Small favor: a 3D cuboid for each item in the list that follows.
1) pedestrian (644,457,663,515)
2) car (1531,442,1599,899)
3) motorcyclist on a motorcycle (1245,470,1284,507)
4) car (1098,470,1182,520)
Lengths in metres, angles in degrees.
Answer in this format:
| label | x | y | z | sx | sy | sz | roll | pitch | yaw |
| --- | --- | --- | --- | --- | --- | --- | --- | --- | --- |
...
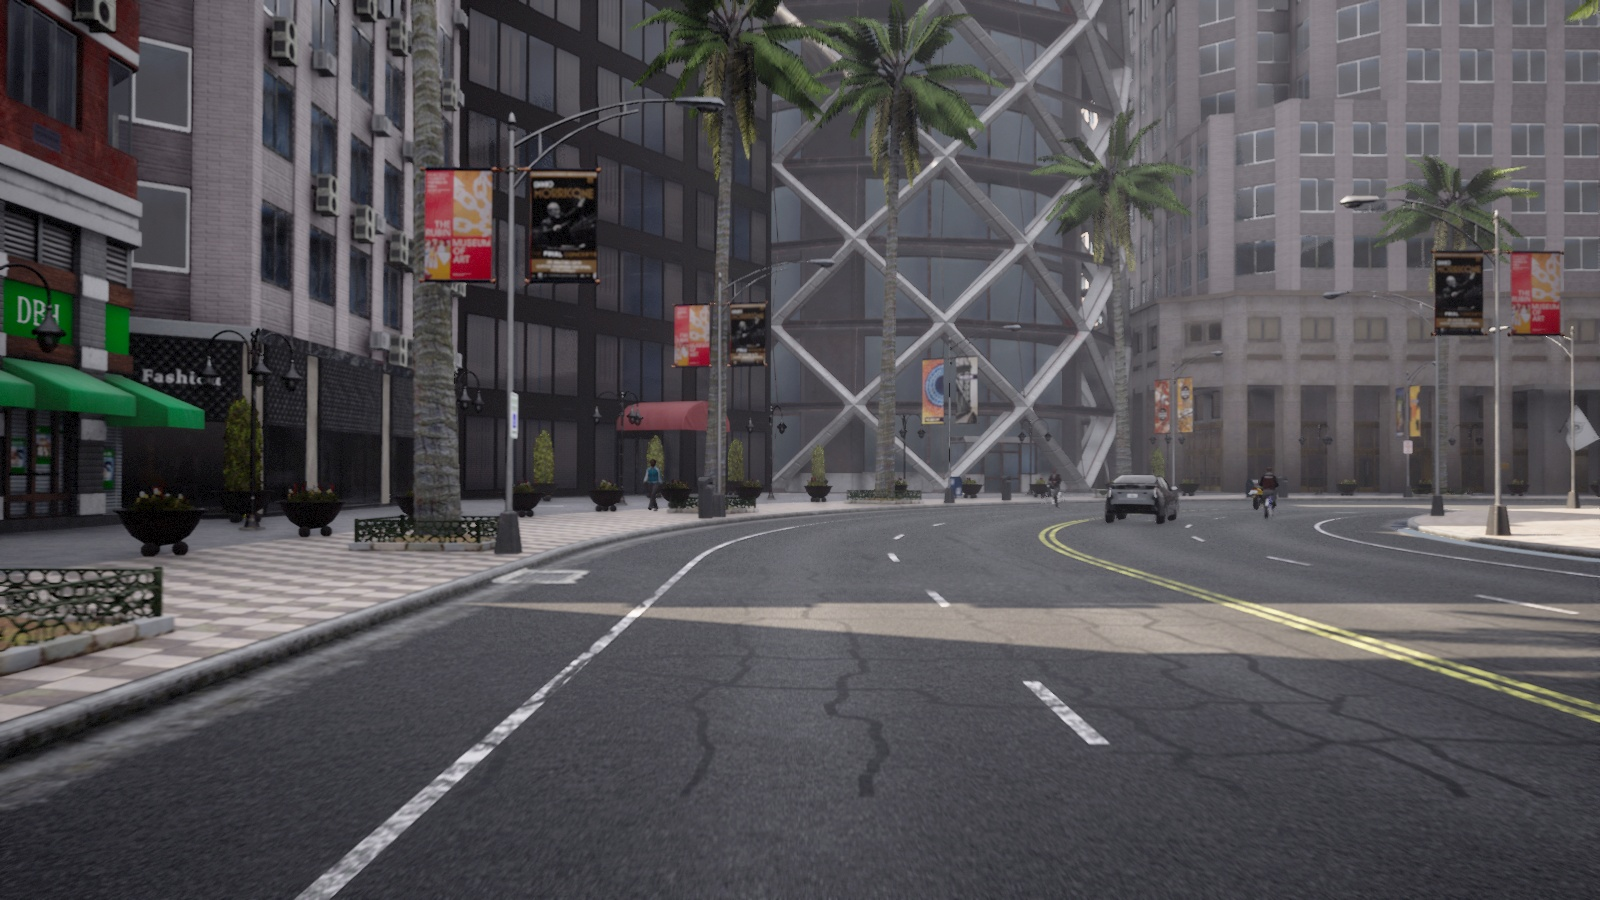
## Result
| label | x | y | z | sx | sy | sz | roll | pitch | yaw |
| --- | --- | --- | --- | --- | --- | --- | --- | --- | --- |
| pedestrian | -4.963 | 1.209 | 42.520 | 0.396 | 1.930 | 0.692 | 0 | -1 | 14 |
| car | 3.495 | 0.761 | 1.806 | 2.033 | 1.649 | 4.856 | 0 | -1 | 0 |
| motorcyclist on a motorcycle | 19.490 | 1.607 | 52.671 | 0.797 | 1.523 | 2.044 | 0 | -1 | 45 |
| car | 10.930 | 1.395 | 40.166 | 2.007 | 1.525 | 4.514 | -1 | -1 | 23 |
